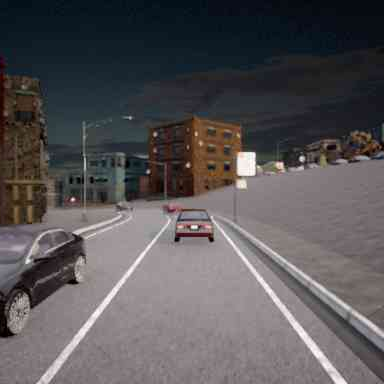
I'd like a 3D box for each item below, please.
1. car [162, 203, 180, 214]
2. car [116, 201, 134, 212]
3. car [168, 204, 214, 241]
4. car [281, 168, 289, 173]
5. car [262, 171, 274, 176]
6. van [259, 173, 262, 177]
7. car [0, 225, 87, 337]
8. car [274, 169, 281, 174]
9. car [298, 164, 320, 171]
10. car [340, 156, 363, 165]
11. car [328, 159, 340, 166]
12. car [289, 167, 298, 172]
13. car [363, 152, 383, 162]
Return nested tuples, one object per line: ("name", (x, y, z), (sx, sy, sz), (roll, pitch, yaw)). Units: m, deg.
("car", (-2.371, 1.927, 40.331), (1.895, 1.301, 4.718), (0, -1, -15))
("car", (-10.140, 2.198, 50.137), (1.837, 1.490, 4.892), (0, -2, -27))
("car", (0.099, 1.559, 16.675), (2.033, 1.411, 5.357), (0, 0, 0))
("car", (21.250, -4.477, 70.995), (2.185, 1.767, 4.553), (0, 1, -1))
("car", (20.889, -4.532, 87.529), (2.231, 1.521, 4.892), (0, 1, -1))
("van", (20.772, -4.809, 92.923), (1.878, 1.987, 4.442), (0, 0, -1))
("car", (-3.607, 1.484, 6.685), (2.128, 1.511, 4.902), (0, 0, 0))
("car", (21.130, -4.542, 76.514), (2.185, 1.767, 4.553), (0, 1, -1))
("car", (21.493, -4.339, 59.829), (2.185, 1.767, 4.553), (0, 1, -1))
("car", (21.860, -3.992, 43.375), (2.231, 1.521, 4.892), (0, 1, -1))
("car", (21.731, -4.074, 48.892), (2.231, 1.521, 4.892), (0, 1, -1))
("car", (21.374, -4.242, 65.322), (2.002, 1.452, 4.674), (0, 1, -1))
("car", (22.093, -3.852, 37.833), (2.002, 1.452, 4.674), (0, 1, -2))
